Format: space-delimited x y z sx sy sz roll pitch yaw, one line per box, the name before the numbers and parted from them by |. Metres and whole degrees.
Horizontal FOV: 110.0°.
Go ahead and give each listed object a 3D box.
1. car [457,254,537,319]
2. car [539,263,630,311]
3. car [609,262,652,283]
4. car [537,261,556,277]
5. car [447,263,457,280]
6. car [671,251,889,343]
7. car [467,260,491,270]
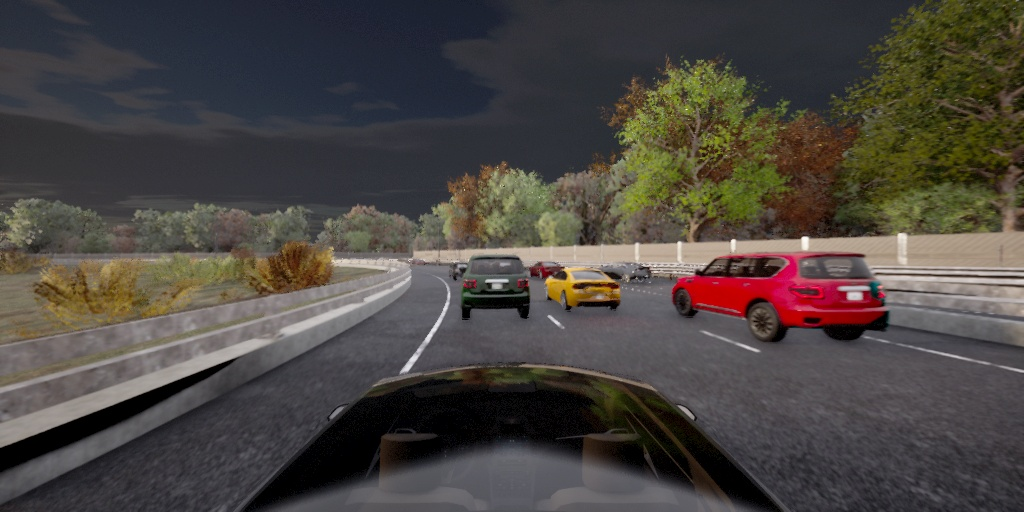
car | -0.704 0.957 12.979 2.150 2.045 5.566 0 0 -6
car | 2.615 1.198 14.327 1.882 1.535 5.008 0 0 -7
car | 7.845 1.171 26.361 2.128 1.511 4.902 0 0 -32
car | 2.874 1.171 30.937 1.882 1.535 5.008 0 0 -15
car | -4.283 1.248 30.593 1.812 1.442 4.674 0 0 -16
car | 6.613 0.927 9.798 2.150 2.045 5.566 0 -1 -4
car | -4.745 1.253 50.903 1.994 1.385 4.181 0 0 -27
